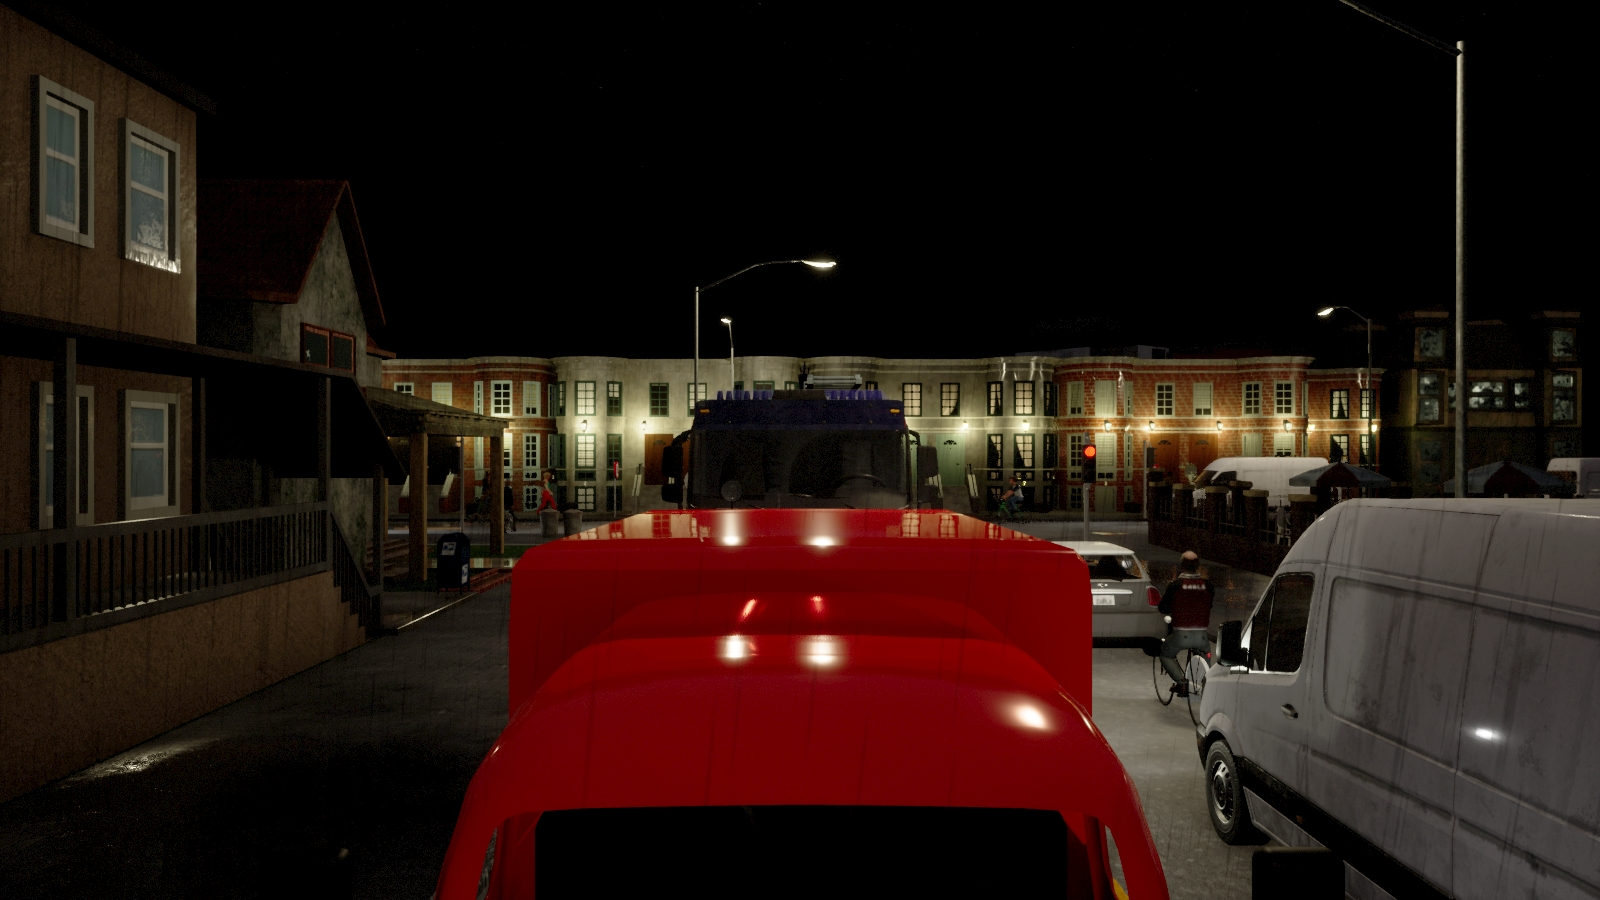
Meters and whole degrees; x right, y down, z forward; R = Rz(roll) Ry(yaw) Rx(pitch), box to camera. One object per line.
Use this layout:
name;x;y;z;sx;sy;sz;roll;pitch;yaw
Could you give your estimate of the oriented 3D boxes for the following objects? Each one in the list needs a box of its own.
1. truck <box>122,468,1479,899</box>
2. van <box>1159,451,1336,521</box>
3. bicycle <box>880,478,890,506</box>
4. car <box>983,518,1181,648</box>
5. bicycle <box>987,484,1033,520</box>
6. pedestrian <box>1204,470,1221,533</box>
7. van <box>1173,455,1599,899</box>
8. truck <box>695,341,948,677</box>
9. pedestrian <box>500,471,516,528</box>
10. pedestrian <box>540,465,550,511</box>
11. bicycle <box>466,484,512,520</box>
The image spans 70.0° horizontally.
truck;-0.002;1.351;4.813;2.627;2.467;5.204;0;0;0
van;16.781;1.333;43.034;5.915;2.561;1.988;0;0;0
bicycle;4.005;1.963;53.762;0.329;1.271;1.835;0;0;0
car;3.996;1.852;16.834;1.970;1.475;3.806;0;0;0
bicycle;7.866;1.954;42.813;1.643;1.296;0.373;0;2;-8
pedestrian;12.366;1.531;34.246;0.375;1.860;0.375;0;0;0
van;4.008;1.318;6.281;1.988;2.561;5.915;0;0;0
truck;0.275;0.678;17.256;2.891;3.827;8.468;0;0;0
pedestrian;-9.680;1.645;37.873;0.375;1.860;0.375;0;0;18
pedestrian;-10.455;1.545;46.824;0.375;1.860;0.375;0;0;-9
bicycle;-11.694;1.954;42.983;1.643;1.296;0.373;0;0;0
